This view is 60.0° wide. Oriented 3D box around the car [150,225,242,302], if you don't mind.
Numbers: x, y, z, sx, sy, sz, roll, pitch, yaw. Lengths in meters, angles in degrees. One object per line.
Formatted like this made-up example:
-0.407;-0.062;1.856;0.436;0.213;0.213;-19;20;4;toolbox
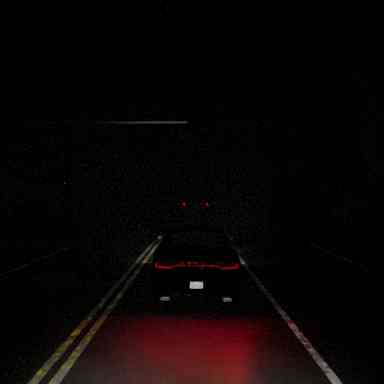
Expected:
0.087;1.594;8.582;1.882;1.535;5.008;1;-1;0;car
